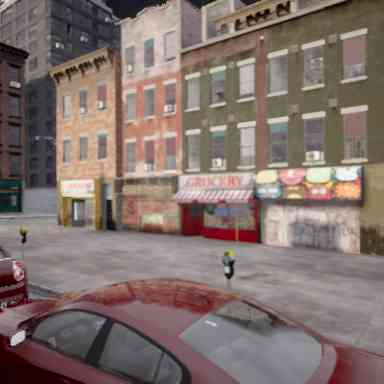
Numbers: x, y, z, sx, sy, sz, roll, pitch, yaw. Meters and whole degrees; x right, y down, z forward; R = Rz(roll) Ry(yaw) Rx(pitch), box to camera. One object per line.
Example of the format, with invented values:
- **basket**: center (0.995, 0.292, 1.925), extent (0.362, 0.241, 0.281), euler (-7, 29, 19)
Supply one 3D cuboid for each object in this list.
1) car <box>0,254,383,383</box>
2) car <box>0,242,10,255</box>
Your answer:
- **car**: center (-0.521, 1.545, 3.190), extent (4.507, 1.381, 1.887), euler (0, 0, 36)
- **car**: center (-5.000, 1.442, 6.388), extent (4.097, 1.590, 1.967), euler (0, 0, 36)
